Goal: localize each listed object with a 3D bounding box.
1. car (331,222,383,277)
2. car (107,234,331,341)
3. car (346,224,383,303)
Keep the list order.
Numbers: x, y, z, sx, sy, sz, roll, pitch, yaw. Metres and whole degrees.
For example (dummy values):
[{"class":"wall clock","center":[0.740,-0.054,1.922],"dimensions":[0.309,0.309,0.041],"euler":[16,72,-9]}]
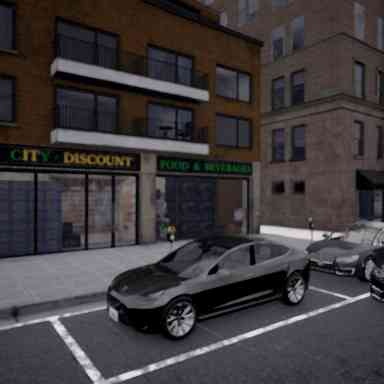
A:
[{"class":"car","center":[5.059,1.585,9.711],"dimensions":[4.403,1.369,2.008],"euler":[0,0,-35]},{"class":"car","center":[0.539,1.580,6.545],"dimensions":[4.313,1.339,1.947],"euler":[0,0,-35]},{"class":"car","center":[5.695,1.521,7.058],"dimensions":[4.902,1.511,2.128],"euler":[0,0,-35]}]
